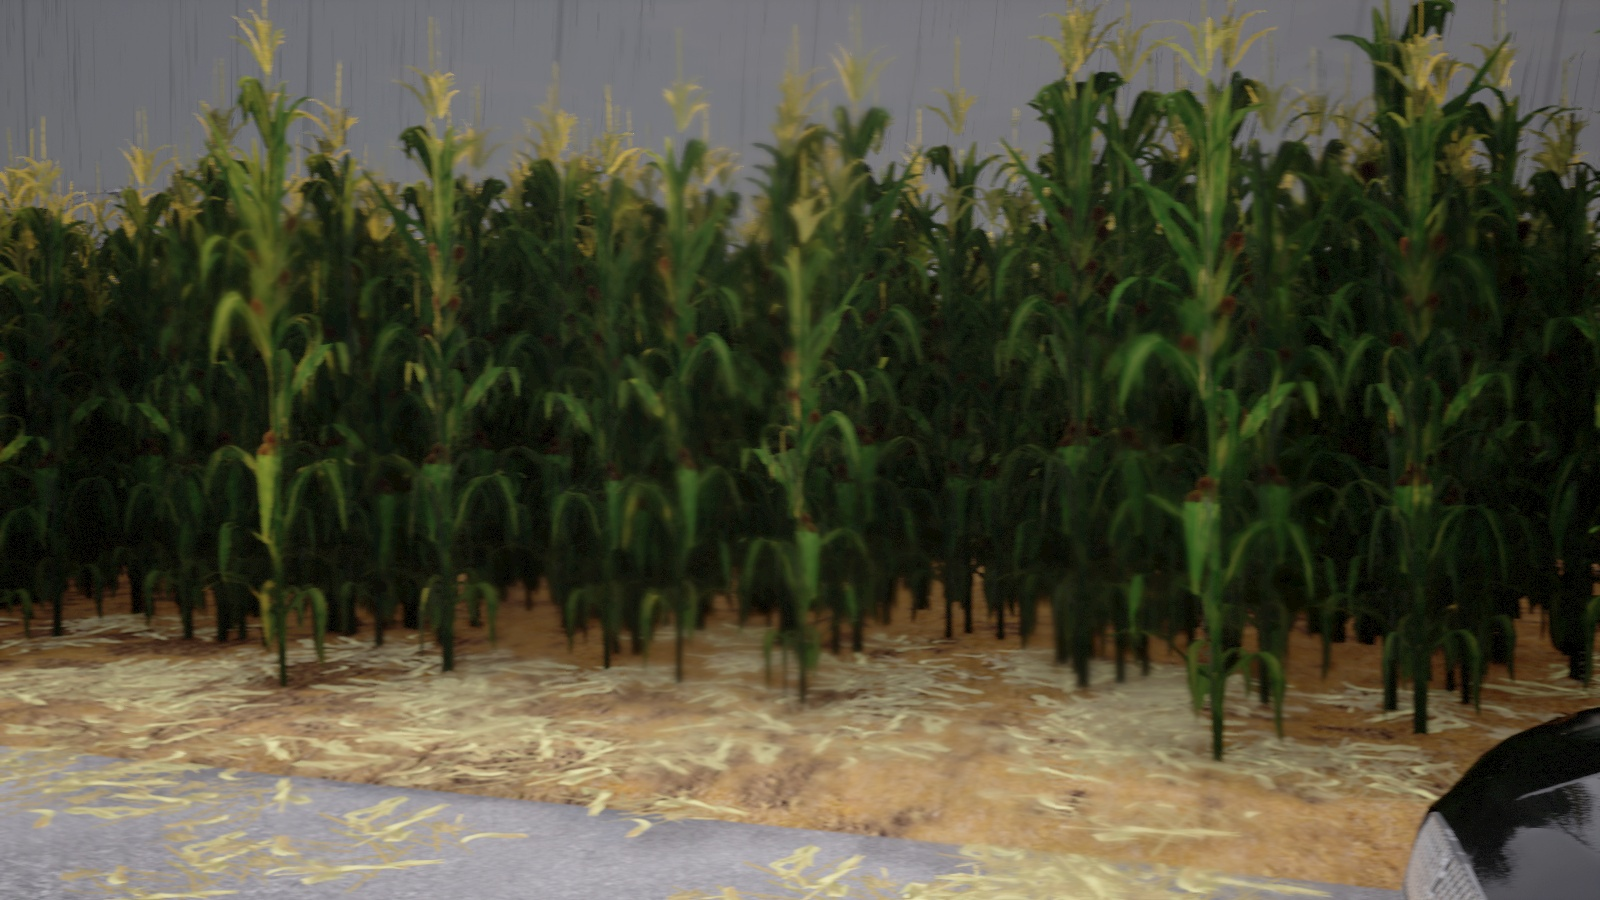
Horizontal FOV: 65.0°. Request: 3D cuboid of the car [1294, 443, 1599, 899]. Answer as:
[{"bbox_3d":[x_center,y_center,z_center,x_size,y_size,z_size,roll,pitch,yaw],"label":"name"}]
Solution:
[{"bbox_3d":[3.338,0.766,1.647,4.902,1.511,2.128,0,1,19],"label":"car"}]
